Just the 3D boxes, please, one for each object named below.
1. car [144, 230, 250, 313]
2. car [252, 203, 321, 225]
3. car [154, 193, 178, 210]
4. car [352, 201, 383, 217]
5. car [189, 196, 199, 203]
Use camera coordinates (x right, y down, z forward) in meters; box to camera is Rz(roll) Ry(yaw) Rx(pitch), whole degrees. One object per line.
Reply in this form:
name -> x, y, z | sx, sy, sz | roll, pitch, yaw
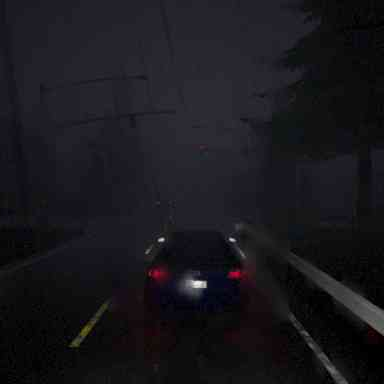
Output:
car -> 0.111, 1.564, 7.745 | 1.994, 1.385, 4.181 | 0, 0, 1
car -> 6.539, 1.510, 23.050 | 4.674, 1.442, 1.812 | 0, 0, 1
car -> -3.309, 1.352, 42.244 | 2.097, 1.767, 4.553 | 0, 0, 1
car -> 15.461, 1.489, 26.657 | 4.892, 1.490, 1.837 | 0, 0, 0
car -> 0.444, 1.525, 66.310 | 1.812, 1.442, 4.674 | 0, 0, 0
